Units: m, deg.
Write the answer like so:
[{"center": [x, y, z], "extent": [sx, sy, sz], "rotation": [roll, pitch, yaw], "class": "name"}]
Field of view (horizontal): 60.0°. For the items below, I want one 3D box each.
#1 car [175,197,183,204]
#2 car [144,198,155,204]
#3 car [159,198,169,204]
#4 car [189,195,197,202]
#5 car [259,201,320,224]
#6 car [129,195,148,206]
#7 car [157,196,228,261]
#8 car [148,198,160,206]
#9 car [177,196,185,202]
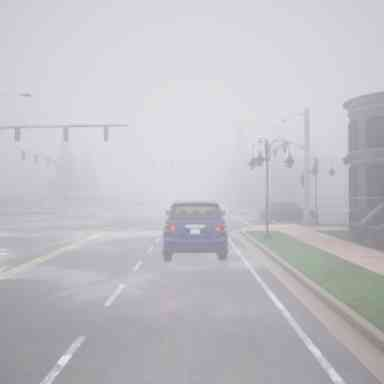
[{"center": [-3.140, 2.058, 82.525], "extent": [1.882, 1.535, 5.008], "rotation": [0, 0, 0], "class": "car"}, {"center": [-10.151, 2.121, 80.048], "extent": [1.994, 1.385, 4.181], "rotation": [0, 0, 0], "class": "car"}, {"center": [-6.651, 2.122, 80.045], "extent": [1.994, 1.385, 4.181], "rotation": [0, 0, 0], "class": "car"}, {"center": [0.406, 1.744, 92.817], "extent": [2.150, 2.045, 5.566], "rotation": [0, 0, 0], "class": "car"}, {"center": [7.736, 1.545, 26.439], "extent": [4.553, 1.767, 2.097], "rotation": [0, 0, -9], "class": "car"}, {"center": [-10.234, 1.810, 64.549], "extent": [2.097, 1.767, 4.553], "rotation": [0, 0, 1], "class": "car"}, {"center": [0.126, 1.314, 12.814], "extent": [2.150, 2.045, 5.566], "rotation": [0, 0, 1], "class": "car"}, {"center": [-6.736, 1.936, 64.488], "extent": [1.882, 1.535, 5.008], "rotation": [0, 0, 1], "class": "car"}, {"center": [-3.094, 1.872, 92.772], "extent": [2.097, 1.767, 4.553], "rotation": [0, 0, 0], "class": "car"}]
